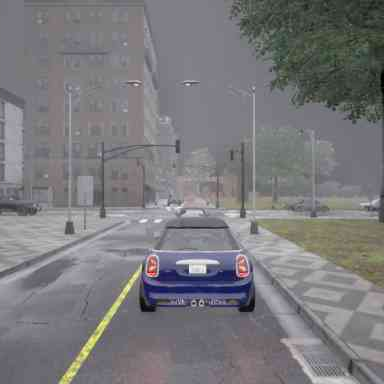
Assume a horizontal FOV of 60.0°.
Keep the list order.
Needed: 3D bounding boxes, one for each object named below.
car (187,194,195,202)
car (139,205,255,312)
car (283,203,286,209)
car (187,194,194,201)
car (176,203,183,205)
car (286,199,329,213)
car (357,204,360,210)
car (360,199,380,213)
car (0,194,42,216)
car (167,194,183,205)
[{"bbox_3d":[-0.413,1.541,84.747,2.097,1.767,4.553,0,0,0],"label":"car"},{"bbox_3d":[0.096,1.355,7.864,2.097,1.767,4.553,0,0,0],"label":"car"},{"bbox_3d":[13.787,1.589,41.137,4.902,1.511,2.128,0,-1,0],"label":"car"},{"bbox_3d":[-0.441,1.463,95.443,2.150,2.045,5.566,0,0,0],"label":"car"},{"bbox_3d":[0.028,1.537,17.795,1.812,1.442,4.674,0,0,1],"label":"car"},{"bbox_3d":[13.370,1.626,37.874,4.181,1.385,1.994,0,-1,-1],"label":"car"},{"bbox_3d":[22.947,1.633,41.162,4.674,1.442,1.812,0,-1,0],"label":"car"},{"bbox_3d":[22.608,1.619,37.907,5.357,1.411,2.033,0,-1,0],"label":"car"},{"bbox_3d":[-17.123,1.190,31.112,5.566,2.045,2.150,0,-1,0],"label":"car"},{"bbox_3d":[-2.959,1.297,55.719,2.150,2.045,5.566,0,0,-2],"label":"car"}]
